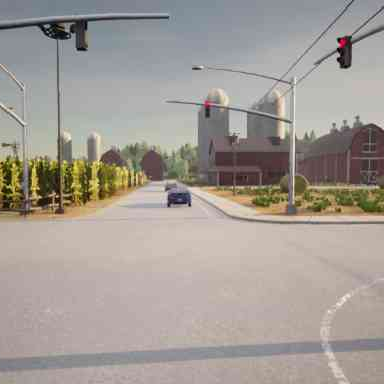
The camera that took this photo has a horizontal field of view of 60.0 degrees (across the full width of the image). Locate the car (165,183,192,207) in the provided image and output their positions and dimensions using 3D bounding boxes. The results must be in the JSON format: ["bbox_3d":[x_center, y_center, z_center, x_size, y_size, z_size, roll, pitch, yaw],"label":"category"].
[{"bbox_3d":[-1.117,0.339,27.632,1.882,1.535,5.008,0,3,-5],"label":"car"}]

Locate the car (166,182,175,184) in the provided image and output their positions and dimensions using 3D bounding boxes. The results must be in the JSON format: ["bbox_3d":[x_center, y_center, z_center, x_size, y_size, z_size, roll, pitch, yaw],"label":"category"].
[{"bbox_3d":[-3.351,-0.826,52.862,2.128,1.511,4.902,0,3,-5],"label":"car"}]

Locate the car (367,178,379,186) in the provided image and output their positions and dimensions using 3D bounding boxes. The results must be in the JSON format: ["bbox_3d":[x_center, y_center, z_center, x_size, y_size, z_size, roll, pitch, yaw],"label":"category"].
[{"bbox_3d":[42.355,-2.351,77.560,1.905,1.878,3.866,10,10,41],"label":"car"}]
